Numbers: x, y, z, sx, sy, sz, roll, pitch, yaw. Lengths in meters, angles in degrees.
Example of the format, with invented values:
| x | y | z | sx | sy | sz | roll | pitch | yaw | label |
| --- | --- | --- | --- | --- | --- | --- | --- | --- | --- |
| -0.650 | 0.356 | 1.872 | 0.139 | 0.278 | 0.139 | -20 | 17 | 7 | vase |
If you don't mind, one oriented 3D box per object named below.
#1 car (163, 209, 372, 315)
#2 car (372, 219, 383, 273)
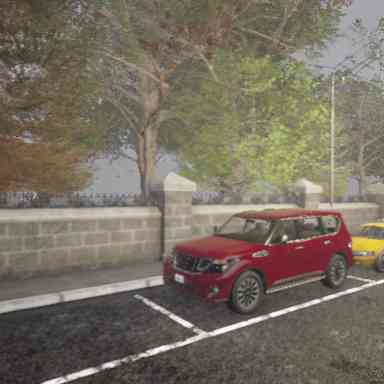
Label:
| x | y | z | sx | sy | sz | roll | pitch | yaw | label |
| --- | --- | --- | --- | --- | --- | --- | --- | --- | --- |
| 1.811 | 1.354 | 7.840 | 5.009 | 1.841 | 2.192 | 0 | 0 | -35 | car |
| 6.182 | 1.600 | 10.954 | 4.829 | 1.417 | 1.752 | 0 | 0 | -35 | car |
